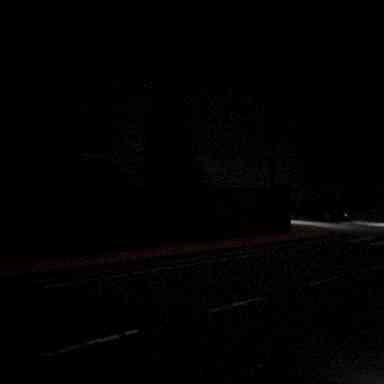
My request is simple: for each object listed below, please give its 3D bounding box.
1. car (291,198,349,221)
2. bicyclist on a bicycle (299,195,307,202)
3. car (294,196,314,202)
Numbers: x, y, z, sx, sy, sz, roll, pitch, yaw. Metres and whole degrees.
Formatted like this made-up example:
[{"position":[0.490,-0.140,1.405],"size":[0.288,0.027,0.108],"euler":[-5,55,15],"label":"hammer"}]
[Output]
[{"position":[10.073,1.447,26.809],"size":[2.128,1.511,4.902],"euler":[0,0,-35],"label":"car"},{"position":[14.103,1.262,42.207],"size":[1.656,1.620,0.582],"euler":[0,0,-25],"label":"bicyclist on a bicycle"},{"position":[25.703,1.570,76.107],"size":[4.718,1.301,1.895],"euler":[0,0,-35],"label":"car"}]
